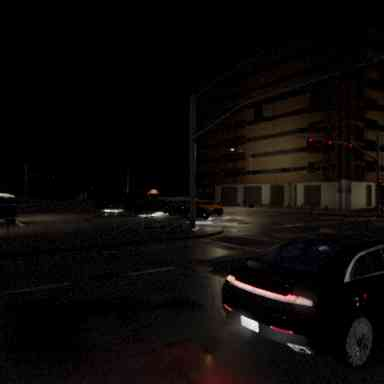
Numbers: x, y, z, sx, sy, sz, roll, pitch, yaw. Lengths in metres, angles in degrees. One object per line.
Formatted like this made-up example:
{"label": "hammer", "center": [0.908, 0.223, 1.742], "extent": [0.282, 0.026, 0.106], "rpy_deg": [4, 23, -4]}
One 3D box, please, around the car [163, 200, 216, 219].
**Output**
{"label": "car", "center": [-0.326, 1.574, 28.690], "extent": [1.812, 1.442, 4.674], "rpy_deg": [0, 0, -35]}

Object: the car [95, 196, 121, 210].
{"label": "car", "center": [-11.547, 1.609, 44.717], "extent": [1.994, 1.385, 4.181], "rpy_deg": [0, 0, -35]}

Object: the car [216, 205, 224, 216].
{"label": "car", "center": [1.101, 1.525, 32.755], "extent": [1.882, 1.535, 5.008], "rpy_deg": [0, 0, -35]}

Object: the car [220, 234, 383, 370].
{"label": "car", "center": [2.724, 1.490, 5.716], "extent": [4.902, 1.511, 2.128], "rpy_deg": [0, 0, -35]}

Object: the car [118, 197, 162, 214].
{"label": "car", "center": [-5.827, 1.594, 36.543], "extent": [2.033, 1.411, 5.357], "rpy_deg": [0, 0, -35]}

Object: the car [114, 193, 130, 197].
{"label": "car", "center": [-14.281, 1.262, 67.230], "extent": [2.150, 2.045, 5.566], "rpy_deg": [0, 0, -35]}
